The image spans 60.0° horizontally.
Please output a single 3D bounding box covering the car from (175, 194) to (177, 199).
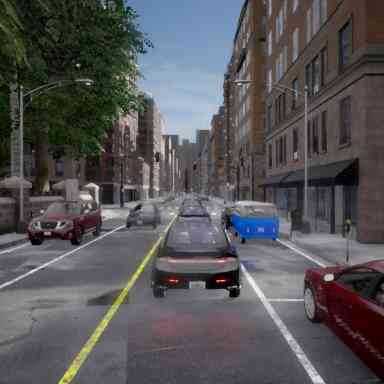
[{"bbox_3d":[-5.694,1.496,86.512,2.008,1.369,4.403,0,0,0],"label":"car"}]

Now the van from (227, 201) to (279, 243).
[{"bbox_3d":[2.850,1.336,15.612,1.690,1.788,3.998,0,0,0],"label":"van"}]

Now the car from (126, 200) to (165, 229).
[{"bbox_3d":[-3.049,1.516,21.818,1.812,1.442,4.674,0,0,1],"label":"car"}]

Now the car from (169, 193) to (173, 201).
[{"bbox_3d":[-5.689,1.493,70.160,1.887,1.381,4.507,0,0,0],"label":"car"}]

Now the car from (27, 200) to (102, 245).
[{"bbox_3d":[-5.674,1.310,15.570,2.192,1.841,5.009,0,0,0],"label":"car"}]

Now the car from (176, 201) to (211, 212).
[{"bbox_3d":[0.093,1.485,18.452,2.128,1.511,4.902,0,0,0],"label":"car"}]

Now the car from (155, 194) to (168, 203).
[{"bbox_3d":[-5.686,1.480,59.088,1.752,1.417,4.829,0,0,0],"label":"car"}]

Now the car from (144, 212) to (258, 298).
[{"bbox_3d":[0.098,1.490,8.513,2.128,1.511,4.902,0,0,0],"label":"car"}]

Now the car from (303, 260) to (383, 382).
[{"bbox_3d":[2.853,1.544,4.291,1.887,1.381,4.507,0,0,0],"label":"car"}]

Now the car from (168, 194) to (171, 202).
[{"bbox_3d":[-5.688,1.502,64.709,2.008,1.369,4.403,0,0,0],"label":"car"}]

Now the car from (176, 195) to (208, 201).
[{"bbox_3d":[-0.009,1.338,27.629,2.097,1.767,4.553,0,0,0],"label":"car"}]

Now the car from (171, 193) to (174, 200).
[{"bbox_3d":[-5.691,1.491,75.611,1.887,1.381,4.507,0,0,0],"label":"car"}]

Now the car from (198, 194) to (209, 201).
[{"bbox_3d":[2.833,1.386,75.649,1.967,1.590,4.097,0,0,0],"label":"car"}]

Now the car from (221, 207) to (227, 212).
[{"bbox_3d":[2.849,1.557,21.272,1.947,1.339,4.313,0,0,0],"label":"car"}]
